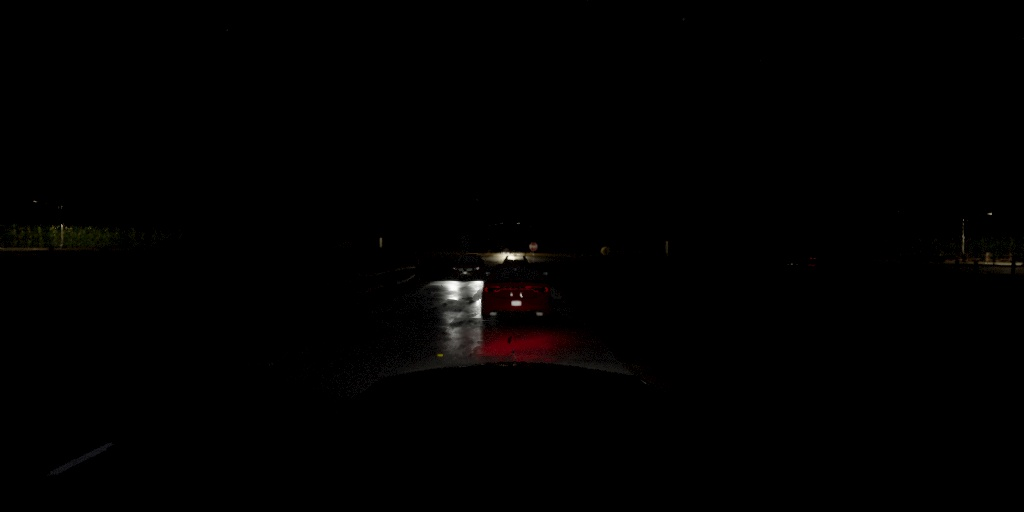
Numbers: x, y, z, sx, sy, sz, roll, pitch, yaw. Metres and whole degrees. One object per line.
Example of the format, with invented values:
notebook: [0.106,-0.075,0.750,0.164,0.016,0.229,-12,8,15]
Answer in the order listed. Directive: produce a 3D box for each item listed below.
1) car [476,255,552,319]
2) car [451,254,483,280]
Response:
car: [0.143,0.931,11.348,1.882,1.535,5.008,0,2,1]
car: [-2.671,0.632,22.887,1.812,1.442,4.674,0,2,1]
